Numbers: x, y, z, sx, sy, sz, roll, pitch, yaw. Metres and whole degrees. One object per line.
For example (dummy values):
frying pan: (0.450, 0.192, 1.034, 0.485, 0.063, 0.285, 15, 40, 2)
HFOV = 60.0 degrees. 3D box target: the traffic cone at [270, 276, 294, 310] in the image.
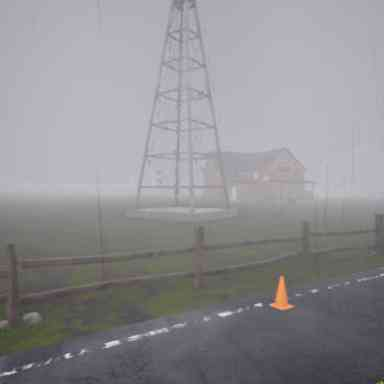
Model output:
traffic cone: (1.762, 1.943, 6.516, 0.340, 0.580, 0.340, 0, 0, -33)
